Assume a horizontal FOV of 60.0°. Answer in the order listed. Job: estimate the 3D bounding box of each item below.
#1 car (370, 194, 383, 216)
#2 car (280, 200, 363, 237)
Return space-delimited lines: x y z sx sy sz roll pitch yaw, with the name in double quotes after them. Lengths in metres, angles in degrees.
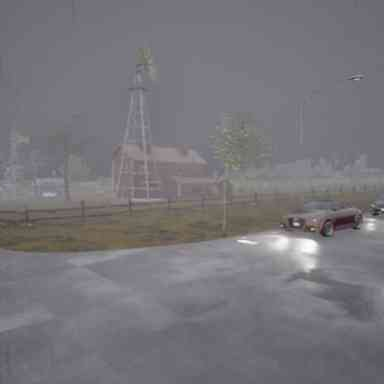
12.629 0.658 20.282 4.892 1.490 1.837 -3 3 -39 "car"
5.760 1.044 14.708 4.181 1.385 1.994 -3 3 -39 "car"
